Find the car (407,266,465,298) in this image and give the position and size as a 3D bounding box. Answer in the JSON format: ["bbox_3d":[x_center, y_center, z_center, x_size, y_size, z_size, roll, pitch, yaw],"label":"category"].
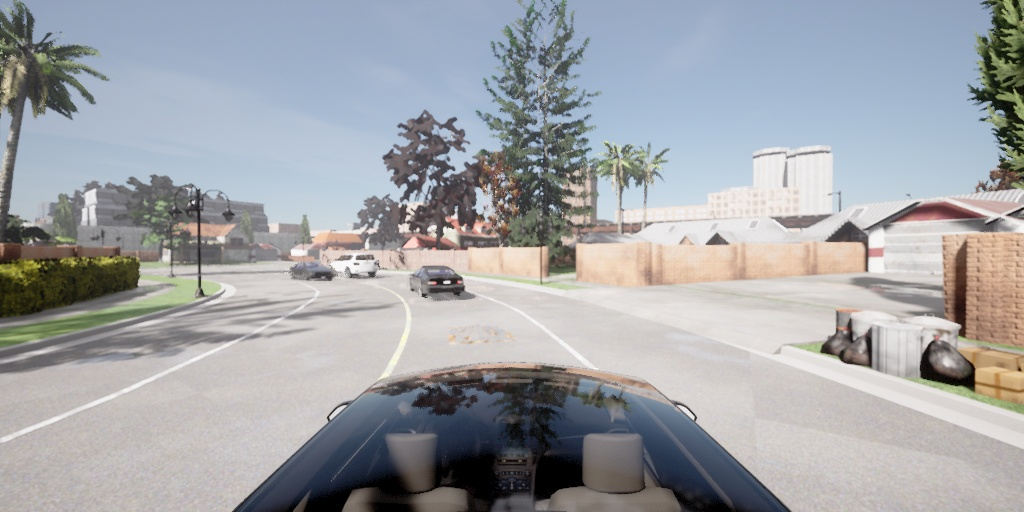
[{"bbox_3d":[-3.866,1.173,17.708,2.033,1.411,5.357,0,0,-25],"label":"car"}]

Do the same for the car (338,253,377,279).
[{"bbox_3d":[-13.648,0.790,30.728,5.566,2.045,2.150,0,0,42],"label":"car"}]

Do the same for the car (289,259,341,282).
[{"bbox_3d":[-15.527,1.153,27.652,5.357,1.411,2.033,0,1,43],"label":"car"}]
